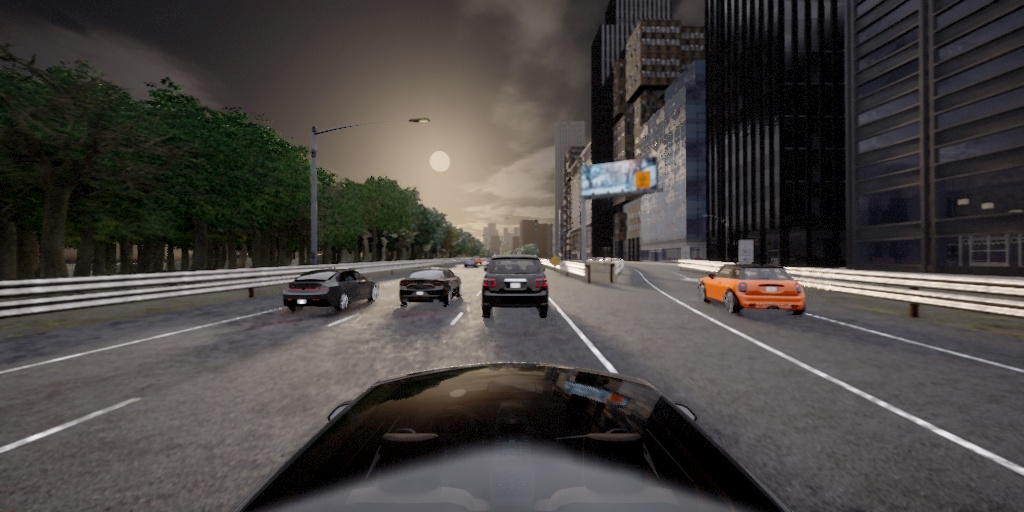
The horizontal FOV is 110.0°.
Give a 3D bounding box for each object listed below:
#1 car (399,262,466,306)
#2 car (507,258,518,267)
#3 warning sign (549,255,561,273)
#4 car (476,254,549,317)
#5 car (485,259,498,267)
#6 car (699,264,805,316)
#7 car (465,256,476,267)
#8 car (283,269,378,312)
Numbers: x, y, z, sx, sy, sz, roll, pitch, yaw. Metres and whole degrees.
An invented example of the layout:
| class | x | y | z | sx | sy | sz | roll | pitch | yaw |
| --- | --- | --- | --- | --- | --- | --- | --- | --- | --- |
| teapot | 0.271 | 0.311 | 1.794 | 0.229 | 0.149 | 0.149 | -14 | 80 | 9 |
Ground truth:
| class | x | y | z | sx | sy | sz | roll | pitch | yaw |
| --- | --- | --- | --- | --- | --- | --- | --- | --- | --- |
| car | -3.400 | 1.218 | 15.701 | 1.882 | 1.535 | 5.008 | 0 | 0 | 0 |
| car | 0.012 | 1.149 | 61.016 | 1.812 | 1.442 | 4.674 | 0 | 0 | 0 |
| warning sign | 4.557 | 0.809 | 37.627 | 1.300 | 1.860 | 1.060 | 0 | 0 | 0 |
| car | 0.101 | 0.965 | 13.323 | 2.150 | 2.045 | 5.566 | 0 | 0 | 0 |
| car | -3.488 | 1.224 | 61.047 | 1.895 | 1.301 | 4.718 | 0 | 0 | 0 |
| car | 8.685 | 1.069 | 13.459 | 2.097 | 1.767 | 4.553 | 0 | 0 | 12 |
| car | -6.988 | 1.187 | 60.984 | 1.994 | 1.385 | 4.181 | 0 | 0 | 0 |
| car | -6.897 | 1.247 | 14.187 | 1.837 | 1.490 | 4.892 | 0 | 0 | 0 |
